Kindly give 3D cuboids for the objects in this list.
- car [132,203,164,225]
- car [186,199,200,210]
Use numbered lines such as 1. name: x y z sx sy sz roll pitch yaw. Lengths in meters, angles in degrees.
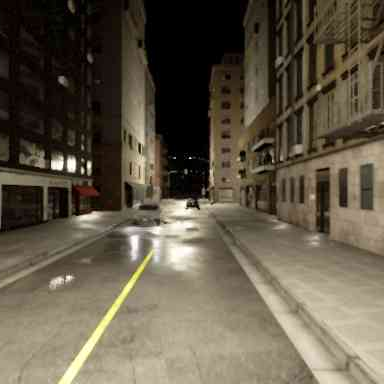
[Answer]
1. car: -3.072 1.542 24.108 1.812 1.442 4.674 0 0 0
2. car: 0.100 1.571 44.265 2.033 1.411 5.357 0 0 0
